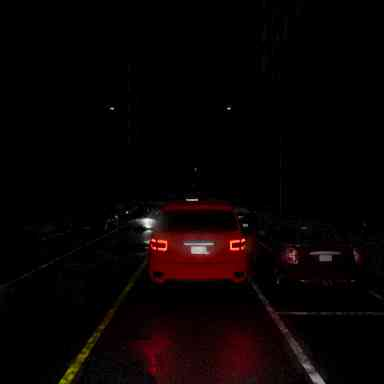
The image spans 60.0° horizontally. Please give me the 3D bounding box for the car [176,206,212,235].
[{"bbox_3d":[0.109,1.602,19.903,1.895,1.301,4.718,0,0,0],"label":"car"}]

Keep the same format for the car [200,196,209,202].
[{"bbox_3d":[2.948,1.617,78.961,2.008,1.369,4.403,0,0,0],"label":"car"}]

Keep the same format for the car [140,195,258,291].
[{"bbox_3d":[0.108,1.222,9.133,2.150,2.045,5.566,0,0,-1],"label":"car"}]

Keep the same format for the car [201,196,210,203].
[{"bbox_3d":[2.936,1.580,73.723,1.752,1.417,4.829,0,0,0],"label":"car"}]

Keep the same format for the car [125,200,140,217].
[{"bbox_3d":[-5.656,1.444,31.058,1.967,1.590,4.097,0,0,0],"label":"car"}]

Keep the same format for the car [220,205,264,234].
[{"bbox_3d":[2.864,1.552,20.051,2.008,1.369,4.403,0,0,0],"label":"car"}]

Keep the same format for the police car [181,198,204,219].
[{"bbox_3d":[0.015,1.428,30.166,1.930,1.638,5.238,0,0,0],"label":"police car"}]

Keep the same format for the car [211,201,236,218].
[{"bbox_3d":[2.870,1.570,31.054,1.947,1.339,4.313,0,0,0],"label":"car"}]

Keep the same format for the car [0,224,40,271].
[{"bbox_3d":[-5.667,1.582,9.053,1.802,1.307,4.206,0,0,0],"label":"car"}]

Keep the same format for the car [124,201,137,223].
[{"bbox_3d":[-5.659,1.584,25.557,1.802,1.307,4.206,0,0,0],"label":"car"}]

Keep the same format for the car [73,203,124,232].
[{"bbox_3d":[-5.661,1.567,20.056,1.947,1.339,4.313,0,0,0],"label":"car"}]

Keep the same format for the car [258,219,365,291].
[{"bbox_3d":[2.858,1.440,9.048,1.967,1.590,4.097,0,0,0],"label":"car"}]

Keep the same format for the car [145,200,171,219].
[{"bbox_3d":[-3.005,1.529,30.180,1.812,1.442,4.674,0,0,0],"label":"car"}]

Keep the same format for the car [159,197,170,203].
[{"bbox_3d":[-5.602,1.626,68.161,1.802,1.307,4.206,0,0,0],"label":"car"}]
